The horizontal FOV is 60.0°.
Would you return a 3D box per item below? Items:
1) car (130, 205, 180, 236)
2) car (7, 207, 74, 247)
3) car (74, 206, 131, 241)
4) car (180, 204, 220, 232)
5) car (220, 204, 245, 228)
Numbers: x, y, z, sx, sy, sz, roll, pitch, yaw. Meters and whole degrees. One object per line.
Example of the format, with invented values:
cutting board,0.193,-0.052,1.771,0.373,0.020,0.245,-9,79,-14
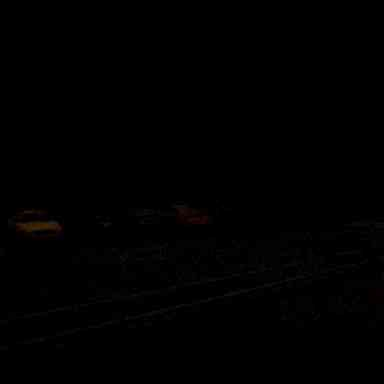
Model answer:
car,-3.089,1.538,19.051,2.231,1.521,4.892,0,0,-36
car,-7.463,1.531,15.694,1.946,1.575,5.366,0,0,-36
car,-5.341,1.568,17.472,2.163,1.488,4.792,0,0,-36
car,-0.841,1.535,20.641,2.097,1.535,5.008,0,0,-35
car,1.402,1.531,22.240,2.231,1.521,4.892,0,0,-35
